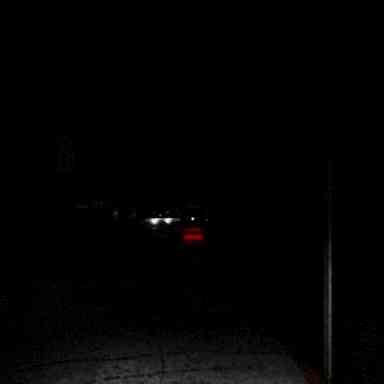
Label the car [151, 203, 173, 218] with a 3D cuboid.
[{"bbox_3d":[-2.917,1.816,33.216,2.033,1.411,5.357,0,-1,0],"label":"car"}]

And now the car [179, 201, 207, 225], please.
[{"bbox_3d":[0.050,1.664,25.750,1.837,1.490,4.892,0,-1,0],"label":"car"}]

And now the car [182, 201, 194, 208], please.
[{"bbox_3d":[-0.905,2.765,75.100,2.033,1.411,5.357,0,-2,7],"label":"car"}]

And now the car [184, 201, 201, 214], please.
[{"bbox_3d":[0.053,1.944,42.986,2.128,1.511,4.902,0,-1,0],"label":"car"}]
